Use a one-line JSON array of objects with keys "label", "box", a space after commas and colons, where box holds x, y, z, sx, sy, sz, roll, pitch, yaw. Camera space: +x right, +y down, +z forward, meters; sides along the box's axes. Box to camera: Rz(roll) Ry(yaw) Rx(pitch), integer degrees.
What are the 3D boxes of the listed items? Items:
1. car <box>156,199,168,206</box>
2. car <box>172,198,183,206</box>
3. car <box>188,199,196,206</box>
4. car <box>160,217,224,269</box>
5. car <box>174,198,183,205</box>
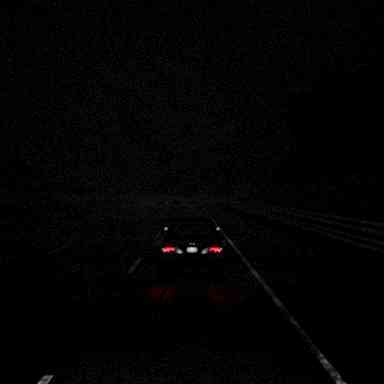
[{"label": "car", "box": [-7.019, 2.335, 75.467, 1.837, 1.490, 4.892, 0, -2, 0]}, {"label": "car", "box": [-3.519, 2.204, 75.859, 2.097, 1.767, 4.553, 0, -2, 0]}, {"label": "car", "box": [-0.019, 2.374, 75.884, 1.812, 1.442, 4.674, 0, -2, 0]}, {"label": "car", "box": [-0.002, 1.554, 11.139, 2.033, 1.411, 5.357, 0, 0, 0]}, {"label": "car", "box": [-3.521, 2.389, 85.867, 2.097, 1.767, 4.553, 0, -2, 0]}]
